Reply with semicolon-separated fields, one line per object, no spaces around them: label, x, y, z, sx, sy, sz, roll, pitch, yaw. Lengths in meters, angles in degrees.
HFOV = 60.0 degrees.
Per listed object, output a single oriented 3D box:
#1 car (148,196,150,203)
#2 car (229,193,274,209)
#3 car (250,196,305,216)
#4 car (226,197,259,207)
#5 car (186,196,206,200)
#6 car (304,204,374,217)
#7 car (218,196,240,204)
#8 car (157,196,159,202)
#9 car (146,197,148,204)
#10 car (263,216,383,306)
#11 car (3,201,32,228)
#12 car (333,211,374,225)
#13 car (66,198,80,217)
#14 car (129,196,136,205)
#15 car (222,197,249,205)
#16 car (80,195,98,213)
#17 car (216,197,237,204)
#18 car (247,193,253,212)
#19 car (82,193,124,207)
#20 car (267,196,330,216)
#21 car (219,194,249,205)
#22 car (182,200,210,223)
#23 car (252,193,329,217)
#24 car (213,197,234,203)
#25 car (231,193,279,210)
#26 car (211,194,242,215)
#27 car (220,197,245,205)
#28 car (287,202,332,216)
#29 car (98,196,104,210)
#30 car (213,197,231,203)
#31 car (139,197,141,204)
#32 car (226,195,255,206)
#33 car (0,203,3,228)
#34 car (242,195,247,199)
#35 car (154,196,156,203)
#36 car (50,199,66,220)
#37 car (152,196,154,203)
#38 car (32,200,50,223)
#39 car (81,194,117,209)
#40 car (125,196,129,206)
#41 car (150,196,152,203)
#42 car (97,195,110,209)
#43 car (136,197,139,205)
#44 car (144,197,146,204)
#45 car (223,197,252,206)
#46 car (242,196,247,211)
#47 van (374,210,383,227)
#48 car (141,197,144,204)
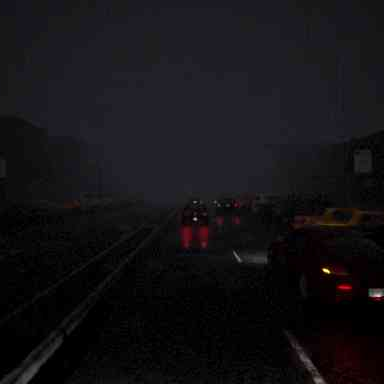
car;-12.358;1.896;72.719;4.792;1.488;2.163;0;-1;0
car;7.868;1.203;44.537;5.566;2.045;2.435;0;0;0
car;7.847;1.290;30.759;4.553;1.767;2.185;0;0;0
car;7.939;1.551;52.799;5.008;1.535;2.097;0;-1;0
car;0.340;1.305;41.892;2.097;1.767;4.553;0;0;0
car;7.905;1.467;14.212;5.366;1.575;1.946;0;0;0
car;8.025;1.727;72.099;4.553;1.767;2.185;0;-1;0
car;-12.176;2.265;92.168;4.674;1.452;2.002;0;-1;0
car;-12.344;1.821;69.942;4.892;1.521;2.231;0;-1;0
car;3.143;1.526;7.915;1.812;1.442;4.674;0;0;0
car;-12.731;1.451;19.942;5.008;1.535;2.097;0;0;0
car;7.701;1.515;11.457;4.674;1.452;2.002;0;0;0
car;-12.676;1.417;28.405;5.008;1.535;2.097;0;0;0
car;-12.463;1.598;56.173;4.892;1.521;2.231;0;-1;0
car;7.989;1.716;61.069;4.674;1.452;2.002;0;-1;0
car;-12.813;1.399;33.963;5.366;1.575;1.946;0;0;0
car;8.086;1.988;77.646;4.674;1.452;2.002;0;-1;0
car;7.828;1.174;28.003;5.566;2.045;2.435;0;0;0
car;-12.515;1.195;44.944;5.566;2.045;2.435;0;0;0
car;7.737;1.319;22.489;4.553;1.767;2.185;0;0;0
car;8.036;1.467;63.830;5.566;2.045;2.435;0;-1;0
car;0.243;1.557;25.085;1.895;1.301;4.718;0;0;0
car;7.756;1.184;25.246;5.566;2.045;2.435;0;0;0
car;8.337;2.149;88.642;5.366;1.575;1.946;0;-1;0
car;7.852;1.180;41.780;5.566;2.045;2.435;0;0;0
car;3.287;1.285;32.681;2.097;1.767;4.553;0;0;0
car;7.995;1.791;66.585;4.792;1.488;2.163;0;-1;0
car;7.921;1.460;16.972;5.366;1.575;1.946;0;0;0
car;-12.609;1.441;36.732;4.674;1.452;2.002;0;0;0
car;8.191;2.237;91.397;4.792;1.488;2.163;0;-1;0
car;-12.387;1.557;61.616;4.553;1.767;2.185;0;-1;0
car;7.991;1.467;55.558;4.553;1.767;2.185;0;-1;0
car;-12.789;1.334;17.164;4.553;1.767;2.185;0;0;0
car;7.843;1.410;36.268;5.008;1.535;2.097;0;0;0
car;-12.272;2.096;83.834;4.792;1.488;2.163;0;-1;0
car;-12.699;1.430;25.501;4.892;1.521;2.231;0;0;0
car;-12.262;2.055;81.055;4.674;1.452;2.002;0;-1;0
car;-12.744;1.469;22.722;4.792;1.488;2.163;0;0;0
car;-12.750;1.421;42.165;5.366;1.575;1.946;0;0;0
car;-12.469;1.386;50.495;4.553;1.767;2.185;0;-1;0
car;-12.301;1.918;75.624;5.008;1.535;2.097;0;-1;0
car;-12.583;1.449;39.390;4.674;1.452;2.002;0;0;0
car;-12.620;1.638;58.954;5.366;1.575;1.946;0;-1;0
car;-12.377;1.773;67.163;5.008;1.535;2.097;0;-1;0
car;8.005;1.664;58.312;4.792;1.488;2.163;0;-1;0
car;7.861;1.442;33.516;4.792;1.488;2.163;0;0;0
van;7.571;1.253;8.699;4.442;1.987;1.878;0;0;0
car;-12.364;1.757;64.384;4.792;1.488;2.163;0;-1;0
